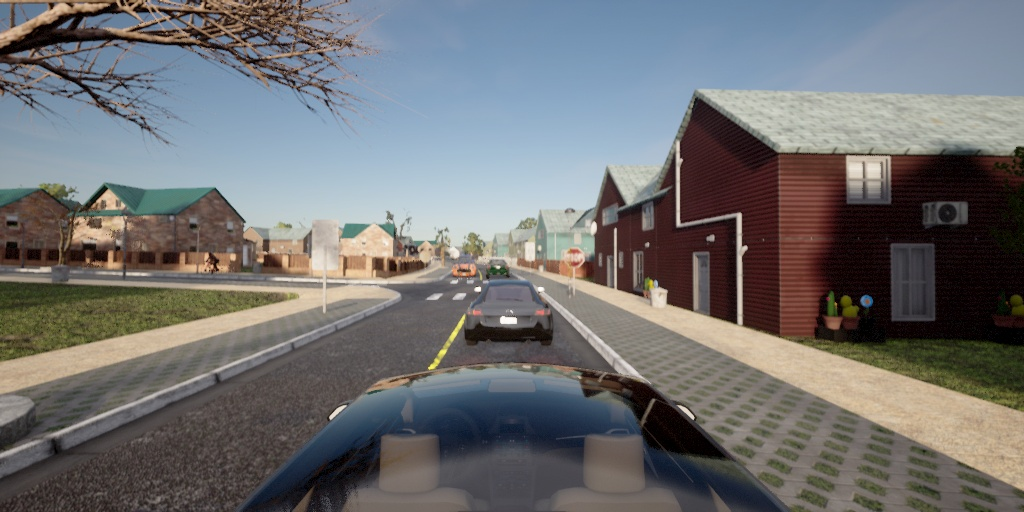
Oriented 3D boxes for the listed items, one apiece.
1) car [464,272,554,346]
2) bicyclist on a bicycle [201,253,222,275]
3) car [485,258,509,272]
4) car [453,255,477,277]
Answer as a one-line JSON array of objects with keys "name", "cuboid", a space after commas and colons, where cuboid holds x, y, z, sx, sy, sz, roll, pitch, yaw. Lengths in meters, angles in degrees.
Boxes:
[{"name": "car", "cuboid": [-0.064, 1.299, 9.387, 1.994, 1.385, 4.181, 0, 0, 0]}, {"name": "bicyclist on a bicycle", "cuboid": [-22.072, 0.578, 26.376, 0.582, 1.620, 1.656, 1, 0, 8]}, {"name": "car", "cuboid": [-1.423, 1.039, 33.321, 2.097, 1.767, 4.553, 0, 0, -5]}, {"name": "car", "cuboid": [-4.457, 1.034, 33.961, 2.097, 1.767, 4.553, 0, 0, -6]}]
